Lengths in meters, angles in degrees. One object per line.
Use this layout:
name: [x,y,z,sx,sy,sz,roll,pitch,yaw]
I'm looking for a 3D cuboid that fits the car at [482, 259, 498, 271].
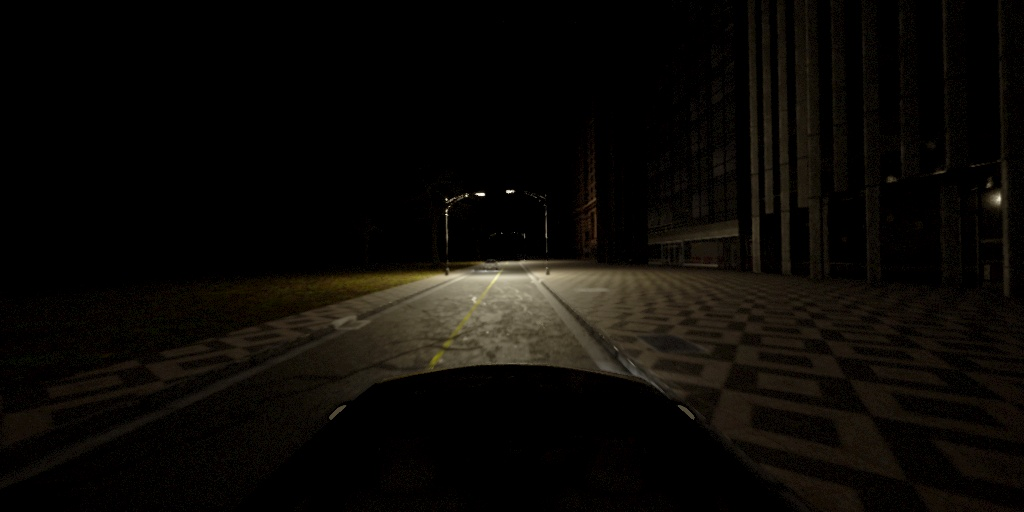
car: [-2.869,1.189,48.762,1.812,1.442,4.674,-1,0,0]
